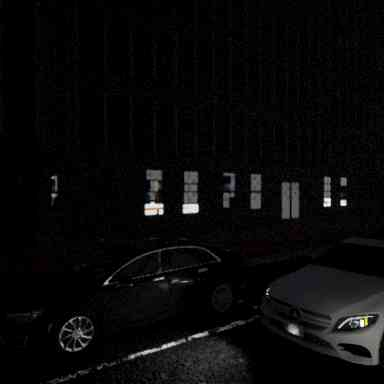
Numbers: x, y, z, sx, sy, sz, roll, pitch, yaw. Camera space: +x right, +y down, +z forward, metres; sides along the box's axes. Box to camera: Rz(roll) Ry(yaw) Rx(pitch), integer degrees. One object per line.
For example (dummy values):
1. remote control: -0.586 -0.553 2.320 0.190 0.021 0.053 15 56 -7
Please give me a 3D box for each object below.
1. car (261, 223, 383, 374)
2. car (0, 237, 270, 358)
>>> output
1. car: 3.216 1.507 5.676 4.674 1.442 1.812 0 0 -36
2. car: -0.941 1.543 5.891 4.403 1.369 2.008 0 0 -36
